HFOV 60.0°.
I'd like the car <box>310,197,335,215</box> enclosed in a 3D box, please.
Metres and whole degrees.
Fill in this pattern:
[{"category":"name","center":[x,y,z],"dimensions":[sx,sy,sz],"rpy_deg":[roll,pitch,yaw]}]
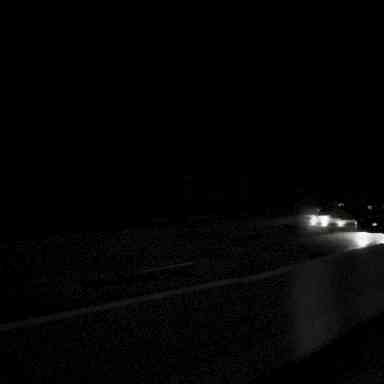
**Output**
[{"category":"car","center":[13.562,1.537,34.450],"dimensions":[2.128,1.511,4.902],"rpy_deg":[0,0,32]}]

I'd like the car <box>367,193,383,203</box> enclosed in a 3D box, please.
[{"category":"car","center":[30.993,1.265,56.197],"dimensions":[2.150,2.045,5.566],"rpy_deg":[0,0,19]}]

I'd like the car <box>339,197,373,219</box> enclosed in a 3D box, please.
[{"category":"car","center":[14.344,1.498,29.308],"dimensions":[1.882,1.535,5.008],"rpy_deg":[0,0,34]}]

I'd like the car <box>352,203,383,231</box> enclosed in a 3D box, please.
[{"category":"car","center":[11.204,1.564,19.604],"dimensions":[1.994,1.385,4.181],"rpy_deg":[0,0,40]}]

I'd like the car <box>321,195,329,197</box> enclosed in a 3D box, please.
[{"category":"car","center":[29.183,1.364,72.706],"dimensions":[1.837,1.490,4.892],"rpy_deg":[-1,0,19]}]
